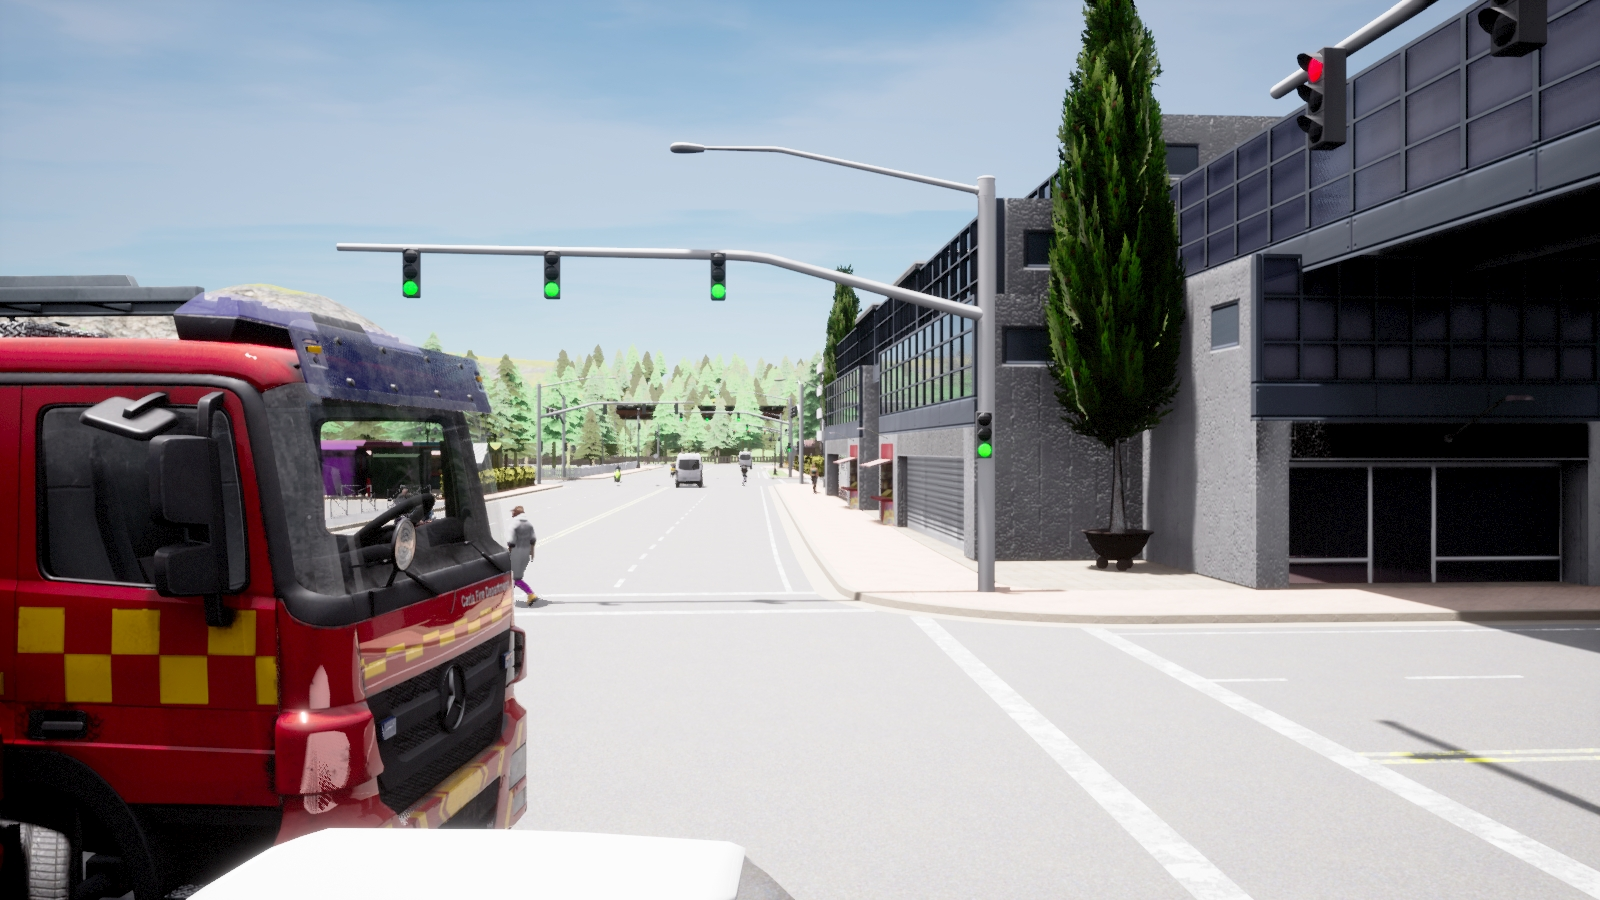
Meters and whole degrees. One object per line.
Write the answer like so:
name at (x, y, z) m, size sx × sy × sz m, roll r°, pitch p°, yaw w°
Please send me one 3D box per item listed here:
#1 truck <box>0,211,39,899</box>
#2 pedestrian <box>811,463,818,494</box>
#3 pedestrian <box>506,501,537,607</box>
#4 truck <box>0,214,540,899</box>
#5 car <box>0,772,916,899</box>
truck at (-7.587, 0.890, 3.490) m, size 8.468 × 3.827 × 2.891 m, roll 0°, pitch 0°, yaw -3°
pedestrian at (0.865, 1.696, 68.845) m, size 0.375 × 1.860 × 0.375 m, roll 0°, pitch 0°, yaw 5°
pedestrian at (-4.988, 1.848, 20.476) m, size 0.375 × 1.860 × 0.375 m, roll 0°, pitch 0°, yaw 25°
truck at (-6.102, 0.890, 6.659) m, size 8.468 × 3.827 × 2.891 m, roll 0°, pitch 0°, yaw 4°
car at (-1.549, 2.065, 3.579) m, size 3.806 × 1.475 × 1.970 m, roll 0°, pitch 0°, yaw 5°
